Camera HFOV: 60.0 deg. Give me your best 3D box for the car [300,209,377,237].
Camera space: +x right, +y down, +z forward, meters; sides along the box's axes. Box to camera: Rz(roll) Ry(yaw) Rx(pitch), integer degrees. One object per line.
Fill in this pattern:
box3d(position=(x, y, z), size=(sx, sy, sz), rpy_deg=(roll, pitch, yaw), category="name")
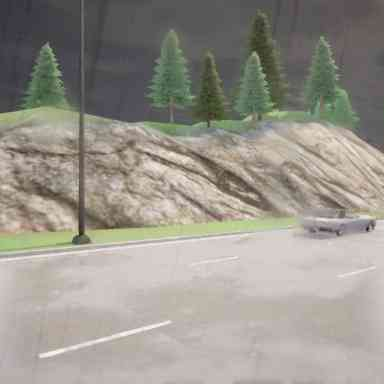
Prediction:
box3d(position=(8.087, 1.600, 18.139), size=(4.718, 1.301, 1.895), rpy_deg=(0, 0, -36), category="car")
